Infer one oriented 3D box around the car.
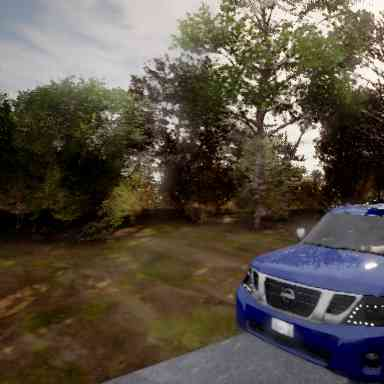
[{"bbox_3d":[3.256,1.214,5.532,5.566,2.045,2.150,0,0,-37],"label":"car"}]
